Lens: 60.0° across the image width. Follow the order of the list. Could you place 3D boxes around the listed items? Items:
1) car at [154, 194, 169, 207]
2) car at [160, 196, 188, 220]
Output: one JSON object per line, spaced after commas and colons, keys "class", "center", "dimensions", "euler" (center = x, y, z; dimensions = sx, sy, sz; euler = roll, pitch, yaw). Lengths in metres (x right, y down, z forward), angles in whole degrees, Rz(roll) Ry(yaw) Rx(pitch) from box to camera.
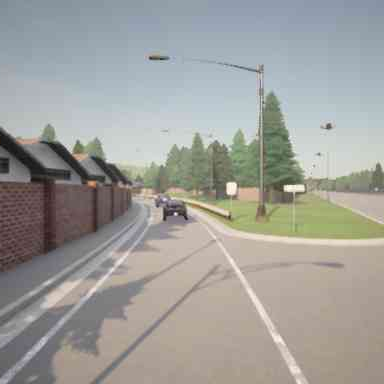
{"class": "car", "center": [-3.893, 1.076, 44.472], "dimensions": [2.097, 1.767, 4.553], "euler": [0, 0, -10]}
{"class": "car", "center": [-1.403, 1.339, 26.539], "dimensions": [1.837, 1.490, 4.892], "euler": [0, 0, -5]}
